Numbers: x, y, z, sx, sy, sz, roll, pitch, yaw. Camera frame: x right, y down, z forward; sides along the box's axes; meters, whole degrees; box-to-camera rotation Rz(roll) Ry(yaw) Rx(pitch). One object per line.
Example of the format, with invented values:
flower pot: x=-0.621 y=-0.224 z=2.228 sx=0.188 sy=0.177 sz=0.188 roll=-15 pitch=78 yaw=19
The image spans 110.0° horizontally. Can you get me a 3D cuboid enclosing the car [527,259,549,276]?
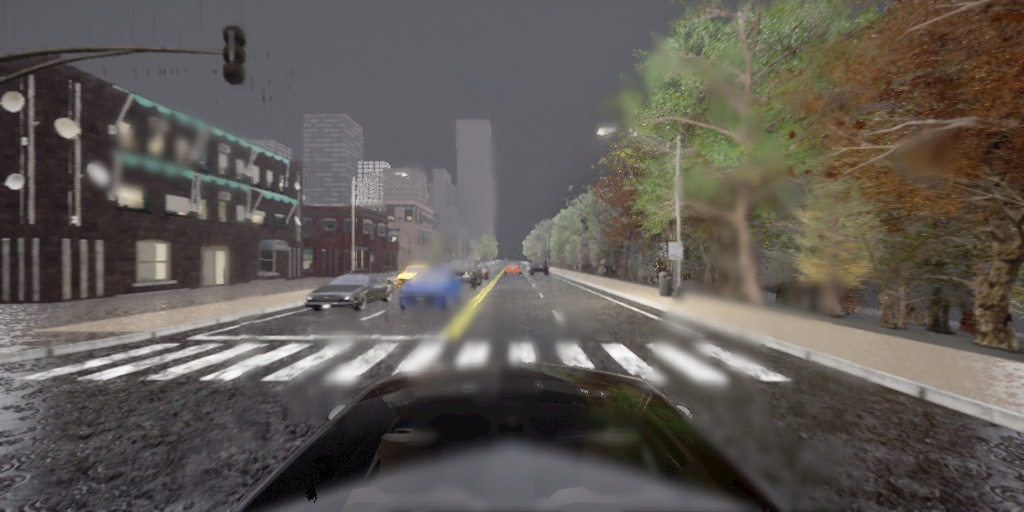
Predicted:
car: x=3.381 y=1.367 z=44.916 sx=2.150 sy=2.045 sz=5.566 roll=0 pitch=-1 yaw=0

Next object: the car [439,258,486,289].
car: x=-3.335 y=1.189 z=25.345 sx=2.150 sy=2.045 sz=5.566 roll=0 pitch=-1 yaw=0

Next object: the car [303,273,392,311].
car: x=-6.590 y=1.423 z=15.391 sx=2.033 sy=1.411 sz=5.357 roll=0 pitch=-1 yaw=0

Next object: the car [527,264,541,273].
car: x=3.288 y=1.841 z=55.392 sx=1.895 sy=1.301 sz=4.718 roll=0 pitch=0 yaw=0

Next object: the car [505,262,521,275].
car: x=0.124 y=1.516 z=46.919 sx=2.097 sy=1.767 sz=4.553 roll=0 pitch=-1 yaw=0

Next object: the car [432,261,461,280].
car: x=-6.563 y=1.422 z=36.510 sx=2.097 sy=1.767 sz=4.553 roll=0 pitch=-1 yaw=0

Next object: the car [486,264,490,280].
car: x=-3.313 y=1.413 z=35.413 sx=2.097 sy=1.767 sz=4.553 roll=0 pitch=-1 yaw=0

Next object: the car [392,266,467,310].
car: x=-3.338 y=1.356 z=15.651 sx=1.882 sy=1.535 sz=5.008 roll=0 pitch=-1 yaw=0
